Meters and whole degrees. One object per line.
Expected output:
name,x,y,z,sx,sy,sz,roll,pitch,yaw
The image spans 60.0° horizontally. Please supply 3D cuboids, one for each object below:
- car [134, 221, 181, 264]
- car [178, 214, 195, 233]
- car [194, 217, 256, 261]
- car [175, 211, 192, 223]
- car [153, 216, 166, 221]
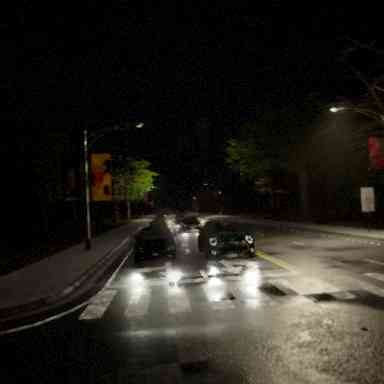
car,-1.772,2.484,16.499,1.882,1.535,5.008,-3,-3,-5
car,-0.102,3.276,33.815,1.812,1.442,4.674,-3,-3,-5
car,1.518,2.173,16.087,2.097,1.767,4.553,-3,-3,-5
car,-1.609,4.140,51.140,1.882,1.535,5.008,-3,-3,-5
car,-3.336,3.465,33.545,1.994,1.385,4.181,-3,-3,-5
